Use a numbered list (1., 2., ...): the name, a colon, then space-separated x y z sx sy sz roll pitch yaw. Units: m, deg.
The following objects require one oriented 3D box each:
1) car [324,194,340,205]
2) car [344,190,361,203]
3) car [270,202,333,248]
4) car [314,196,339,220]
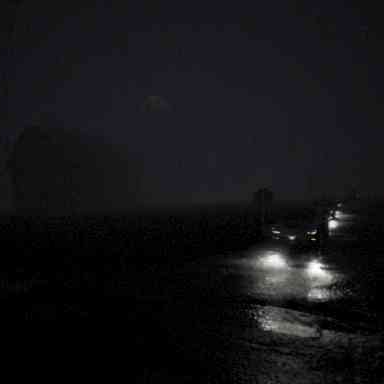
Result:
1. car: 21.410 1.122 50.715 2.033 1.411 5.357 -2 0 24
2. car: 25.573 0.638 53.068 2.150 2.045 5.566 -2 0 24
3. car: 4.752 1.397 14.303 1.837 1.490 4.892 -1 0 27
4. car: 10.300 1.311 26.084 2.033 1.411 5.357 -2 0 24
